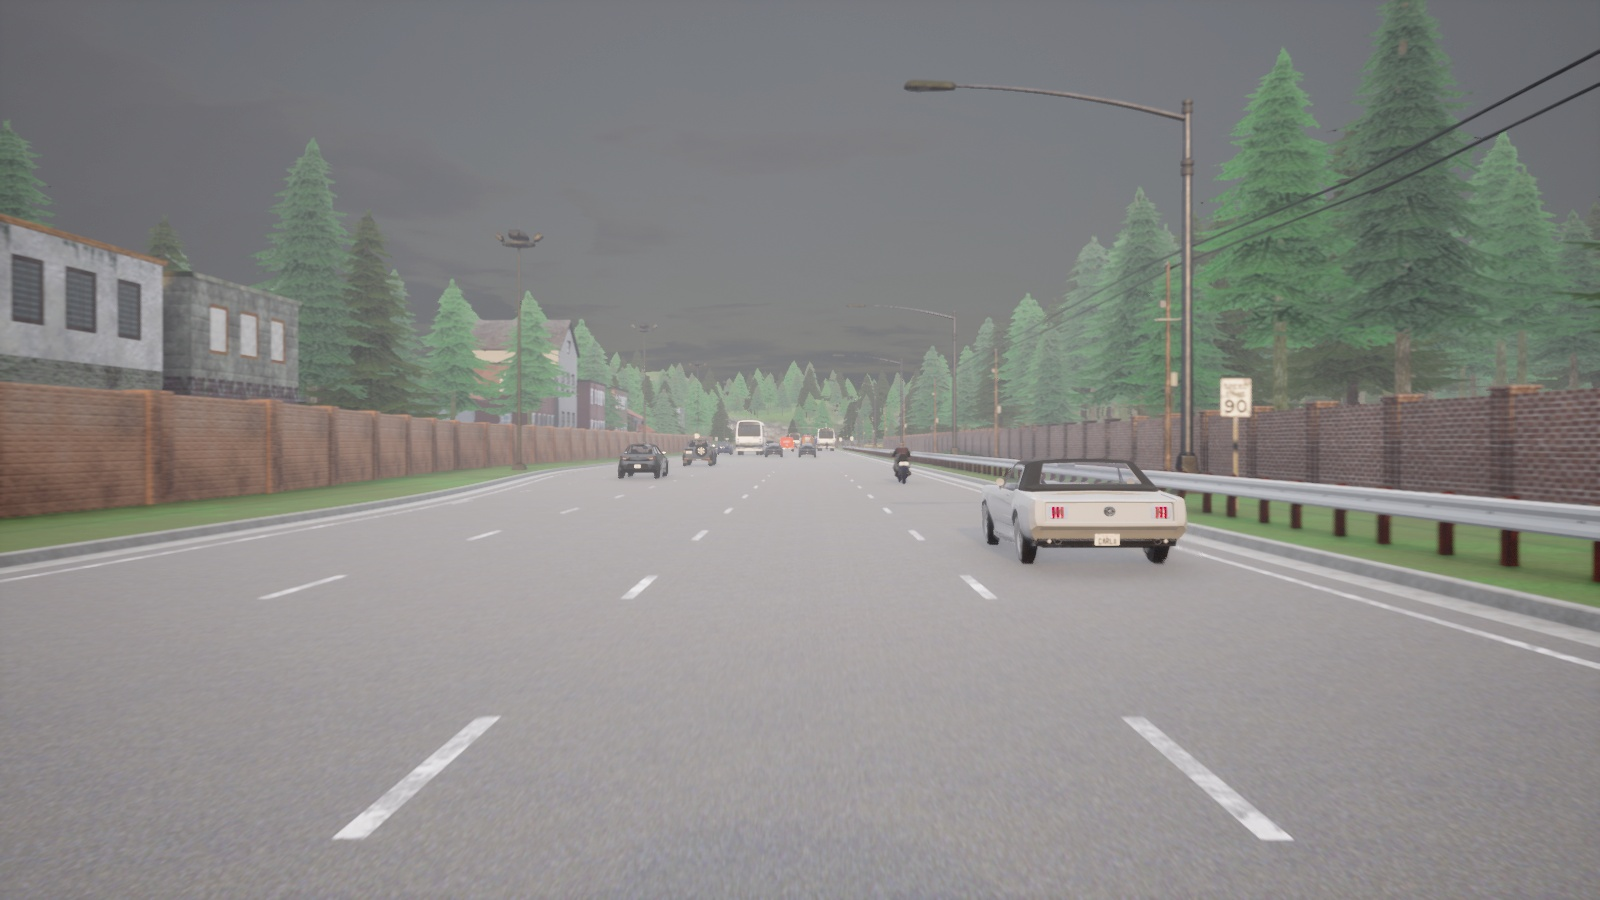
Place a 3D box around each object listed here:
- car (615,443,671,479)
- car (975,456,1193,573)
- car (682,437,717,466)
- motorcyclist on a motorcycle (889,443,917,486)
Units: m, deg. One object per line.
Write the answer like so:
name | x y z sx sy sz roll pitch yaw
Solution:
car | -6.679 0.454 53.808 1.816 1.474 4.193 0 0 0
car | 3.611 0.755 16.890 1.895 1.301 4.718 0 0 0
car | -6.519 0.100 81.911 1.932 1.855 4.605 0 0 0
motorcyclist on a motorcycle | 3.779 0.525 46.382 0.866 1.530 2.191 0 0 0
